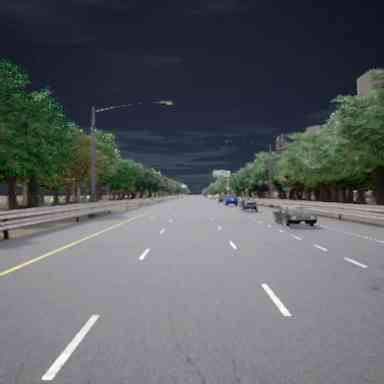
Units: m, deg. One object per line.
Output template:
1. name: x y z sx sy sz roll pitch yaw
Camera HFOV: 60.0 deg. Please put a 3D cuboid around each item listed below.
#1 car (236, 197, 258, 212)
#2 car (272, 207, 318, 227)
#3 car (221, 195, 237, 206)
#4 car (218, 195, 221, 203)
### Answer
1. car: 7.101 1.700 42.302 1.837 1.490 4.892 0 0 0
2. car: 7.031 1.685 23.272 1.895 1.301 4.718 0 0 0
3. car: 7.211 1.543 61.532 2.150 2.045 5.566 0 0 0
4. car: 7.344 1.654 78.657 2.150 2.045 5.566 0 0 1
